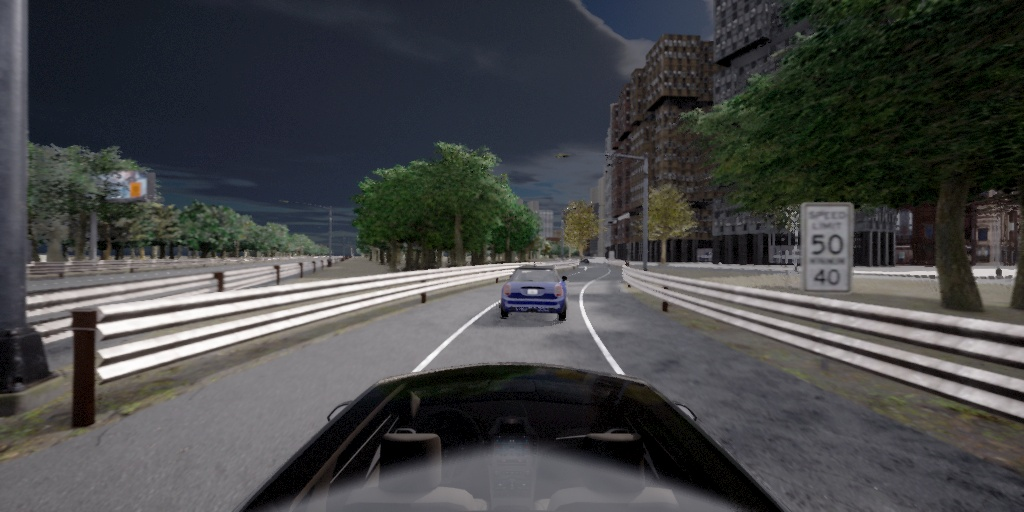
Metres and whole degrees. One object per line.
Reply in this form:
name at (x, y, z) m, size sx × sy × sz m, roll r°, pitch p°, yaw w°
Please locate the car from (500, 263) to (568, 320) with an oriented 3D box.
car at (0.922, 1.109, 13.002) m, size 2.097 × 1.767 × 4.553 m, roll 1°, pitch 0°, yaw 8°
